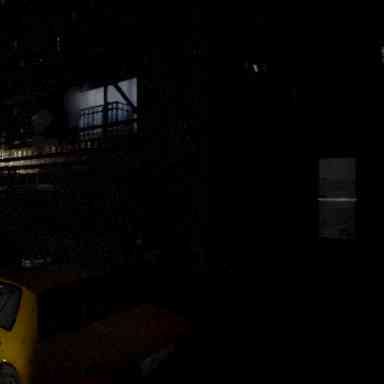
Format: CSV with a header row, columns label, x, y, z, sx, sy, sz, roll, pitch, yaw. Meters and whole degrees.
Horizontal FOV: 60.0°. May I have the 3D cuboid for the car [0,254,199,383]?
label,x,y,z,sx,sy,sz,roll,pitch,yaw
car,-2.204,1.524,4.446,4.829,1.417,1.752,0,0,36
